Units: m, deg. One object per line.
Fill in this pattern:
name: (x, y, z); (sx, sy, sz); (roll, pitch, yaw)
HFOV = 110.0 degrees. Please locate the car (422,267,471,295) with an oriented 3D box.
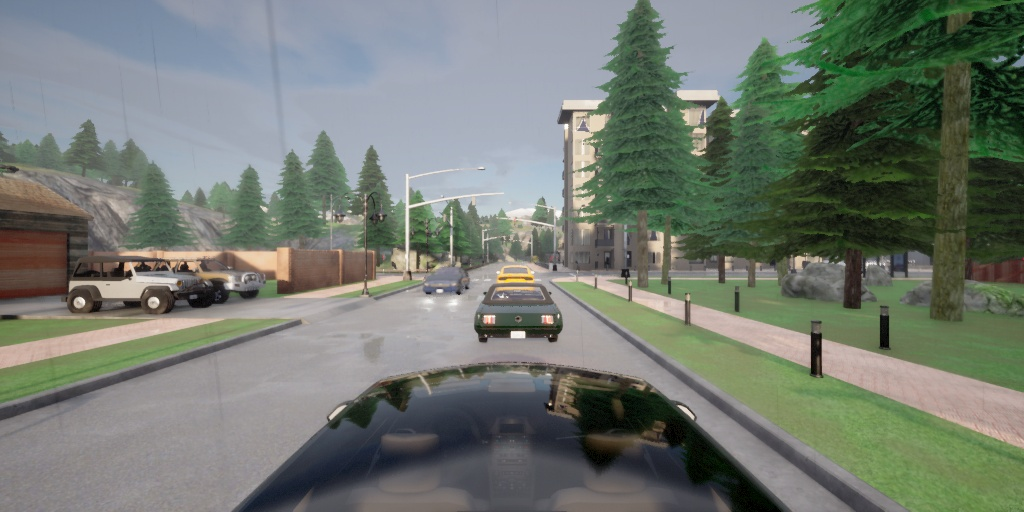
car: (-3.440, 1.298, 19.887); (2.033, 1.411, 5.357); (0, 0, 1)

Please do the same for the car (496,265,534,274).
car: (0.180, 1.228, 19.017); (1.882, 1.535, 5.008); (0, 0, 0)

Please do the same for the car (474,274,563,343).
car: (0.148, 1.351, 9.677); (1.895, 1.301, 4.718); (0, 0, 0)
